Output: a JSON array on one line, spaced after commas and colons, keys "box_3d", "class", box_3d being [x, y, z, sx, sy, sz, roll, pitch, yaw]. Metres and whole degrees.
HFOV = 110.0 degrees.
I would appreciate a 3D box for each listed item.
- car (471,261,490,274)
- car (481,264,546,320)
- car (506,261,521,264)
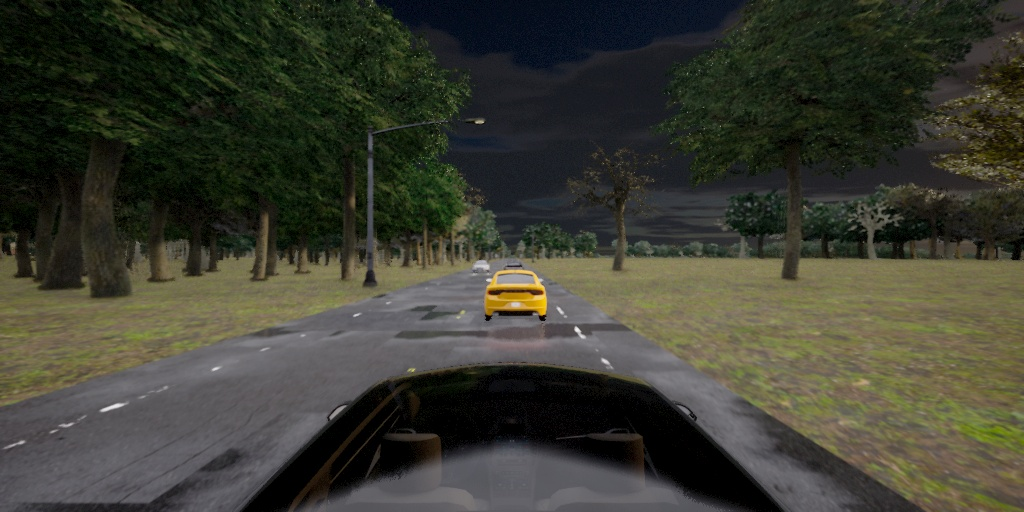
[{"box_3d": [-3.528, 1.257, 41.806, 1.812, 1.442, 4.674, 0, 0, 0], "class": "car"}, {"box_3d": [0.102, 1.227, 12.685, 1.882, 1.535, 5.008, 0, 0, 0], "class": "car"}, {"box_3d": [0.145, 1.232, 33.232, 2.128, 1.511, 4.902, 0, 0, 0], "class": "car"}]
